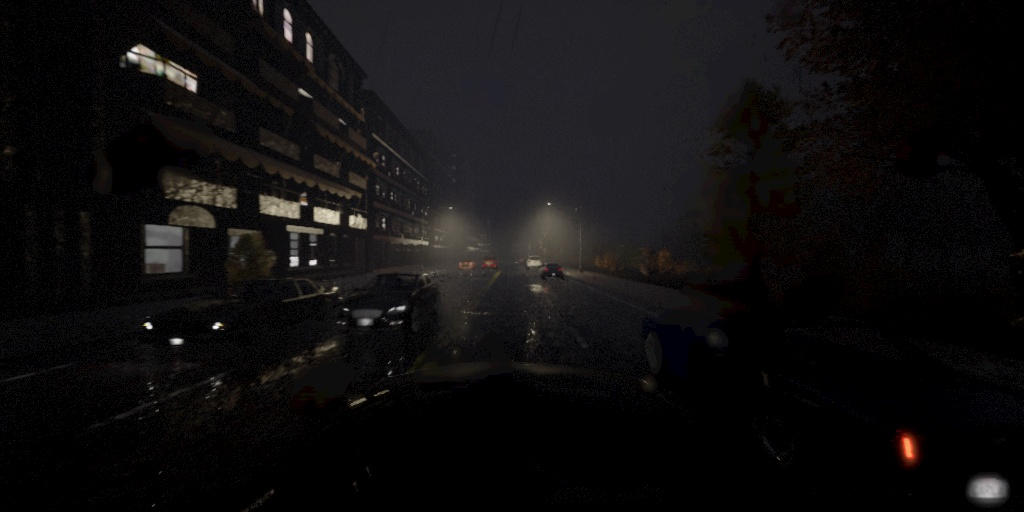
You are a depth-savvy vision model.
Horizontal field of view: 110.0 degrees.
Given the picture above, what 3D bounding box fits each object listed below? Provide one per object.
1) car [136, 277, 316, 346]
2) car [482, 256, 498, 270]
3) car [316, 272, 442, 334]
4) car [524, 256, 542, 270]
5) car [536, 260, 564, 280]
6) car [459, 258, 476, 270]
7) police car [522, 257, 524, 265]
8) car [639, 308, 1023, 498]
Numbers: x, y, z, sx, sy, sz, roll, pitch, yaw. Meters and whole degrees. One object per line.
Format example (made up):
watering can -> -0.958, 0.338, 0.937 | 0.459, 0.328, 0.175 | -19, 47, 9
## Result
car -> -6.596, 1.298, 9.713 | 2.033, 1.411, 5.357 | 0, 0, 0
car -> -3.273, 0.973, 53.737 | 2.150, 2.045, 5.566 | 0, 0, 1
car -> -3.342, 1.242, 10.629 | 2.128, 1.511, 4.902 | 0, 0, 0
car -> 3.267, 0.973, 53.097 | 2.150, 2.045, 5.566 | 0, 0, 0
car -> 3.358, 1.277, 31.266 | 1.812, 1.442, 4.674 | 0, 0, 0
car -> -6.523, 1.105, 52.672 | 2.097, 1.767, 4.553 | 0, 0, 1
police car -> 3.271, 1.178, 64.177 | 1.930, 1.638, 5.238 | 0, 0, 0
car -> 3.350, 1.350, 4.738 | 1.895, 1.301, 4.718 | 0, 0, 0
